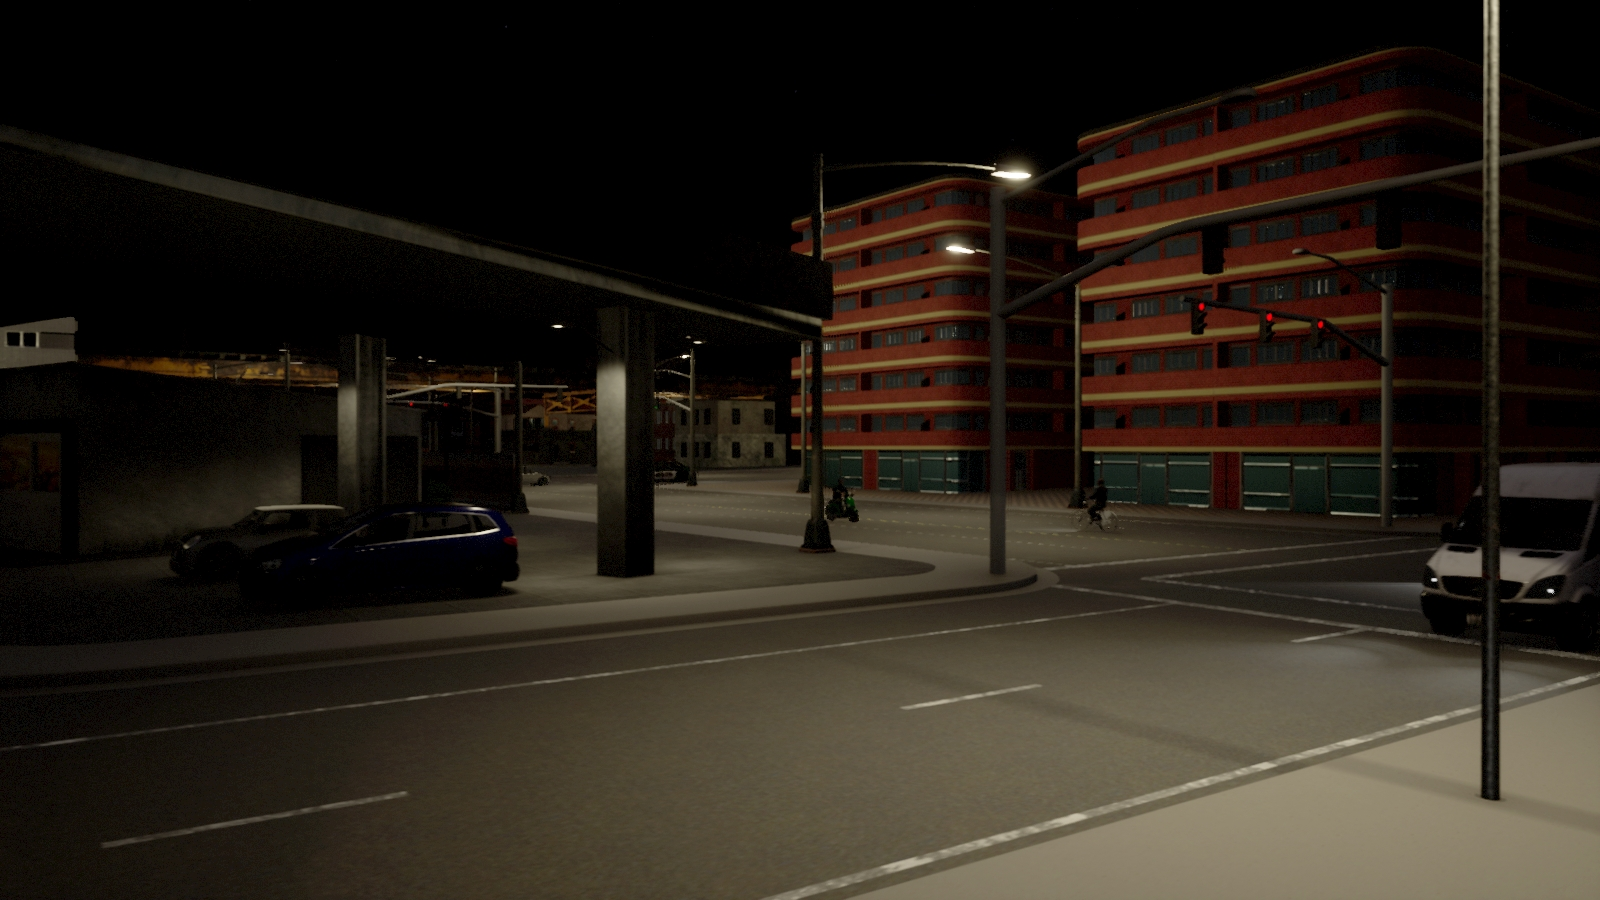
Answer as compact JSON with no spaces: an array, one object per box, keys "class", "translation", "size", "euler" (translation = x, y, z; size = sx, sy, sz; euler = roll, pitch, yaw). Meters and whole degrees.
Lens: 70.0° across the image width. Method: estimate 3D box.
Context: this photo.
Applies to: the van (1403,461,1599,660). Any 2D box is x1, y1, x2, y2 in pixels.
[{"class":"van","translation":[11.797,1.484,17.564],"size":[5.915,2.561,1.988],"euler":[0,0,-35]}]
